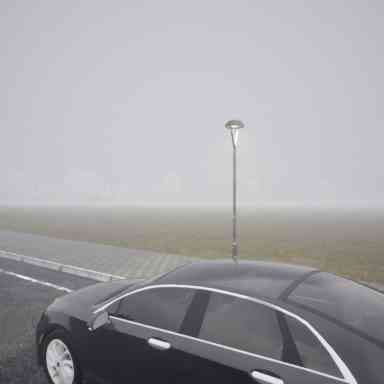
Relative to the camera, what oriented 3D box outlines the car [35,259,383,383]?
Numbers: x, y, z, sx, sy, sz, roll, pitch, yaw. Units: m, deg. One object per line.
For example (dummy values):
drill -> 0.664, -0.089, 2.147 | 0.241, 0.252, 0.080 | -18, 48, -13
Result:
car -> 0.263, 1.506, 3.522 | 4.892, 1.490, 1.837 | 0, 0, 36
